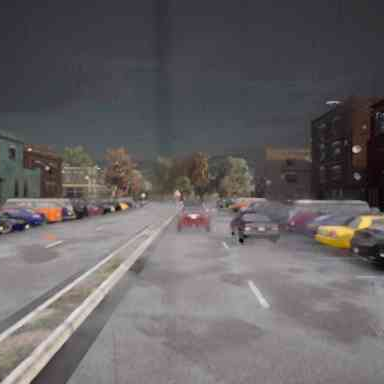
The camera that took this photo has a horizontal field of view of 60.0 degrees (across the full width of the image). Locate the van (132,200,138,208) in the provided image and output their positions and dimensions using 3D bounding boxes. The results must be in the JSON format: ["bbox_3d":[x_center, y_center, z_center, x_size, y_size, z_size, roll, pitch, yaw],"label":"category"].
[{"bbox_3d":[-12.391,2.058,59.253,4.442,1.987,1.878,0,-1,0],"label":"van"}]

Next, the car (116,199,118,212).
[{"bbox_3d":[-12.709,2.017,42.699,5.366,1.575,1.946,0,-1,0],"label":"car"}]

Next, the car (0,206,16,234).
[{"bbox_3d":[-12.541,1.660,17.691,4.892,1.521,2.231,0,-1,0],"label":"car"}]

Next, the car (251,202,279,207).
[{"bbox_3d":[7.639,1.794,27.143,4.892,1.521,2.231,0,-1,0],"label":"car"}]

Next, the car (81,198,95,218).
[{"bbox_3d":[-12.563,1.597,31.588,5.566,2.045,2.435,0,-1,0],"label":"car"}]

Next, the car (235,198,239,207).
[{"bbox_3d":[7.678,1.824,38.172,4.553,1.767,2.185,0,-1,0],"label":"car"}]

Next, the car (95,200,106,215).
[{"bbox_3d":[-12.526,1.971,37.077,4.674,1.452,2.002,0,-1,0],"label":"car"}]

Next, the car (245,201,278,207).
[{"bbox_3d":[7.639,1.832,29.900,4.892,1.521,2.231,0,-1,0],"label":"car"}]

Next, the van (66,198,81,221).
[{"bbox_3d":[-12.420,1.582,28.808,4.442,1.987,1.878,0,-1,0],"label":"van"}]

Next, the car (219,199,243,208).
[{"bbox_3d":[7.621,2.226,65.750,4.553,1.767,2.185,0,-1,0],"label":"car"}]

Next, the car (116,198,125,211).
[{"bbox_3d":[-12.550,1.814,45.483,5.566,2.045,2.435,0,-1,0],"label":"car"}]

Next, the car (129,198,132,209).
[{"bbox_3d":[-12.544,2.075,53.817,4.553,1.767,2.185,0,-1,0],"label":"car"}]

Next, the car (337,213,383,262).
[{"bbox_3d":[7.636,1.591,10.603,4.892,1.521,2.231,0,-1,0],"label":"car"}]

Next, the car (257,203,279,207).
[{"bbox_3d":[7.638,1.758,24.386,4.892,1.521,2.231,0,-1,0],"label":"car"}]

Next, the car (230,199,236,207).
[{"bbox_3d":[7.653,1.992,40.927,5.008,1.535,2.097,0,-1,0],"label":"car"}]

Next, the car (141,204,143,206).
[{"bbox_3d":[-12.470,2.407,67.593,4.792,1.488,2.163,0,-1,0],"label":"car"}]

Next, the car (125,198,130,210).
[{"bbox_3d":[-12.510,2.153,50.911,5.008,1.535,2.097,0,-1,0],"label":"car"}]

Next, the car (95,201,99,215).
[{"bbox_3d":[-12.529,1.929,34.363,4.674,1.452,2.002,0,-1,0],"label":"car"}]

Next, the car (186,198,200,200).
[{"bbox_3d":[0.109,1.728,40.598,2.150,2.045,5.566,0,-1,0],"label":"car"}]

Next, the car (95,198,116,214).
[{"bbox_3d":[-12.498,1.722,39.799,5.566,2.045,2.435,0,-1,0],"label":"car"}]

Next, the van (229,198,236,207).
[{"bbox_3d":[7.531,1.808,43.688,4.442,1.987,1.878,0,-1,0],"label":"van"}]

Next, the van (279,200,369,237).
[{"bbox_3d":[7.526,1.460,18.752,4.442,1.987,1.878,0,-1,0],"label":"van"}]

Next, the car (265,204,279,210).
[{"bbox_3d":[7.638,1.722,21.630,4.892,1.521,2.231,0,-1,0],"label":"car"}]

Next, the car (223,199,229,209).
[{"bbox_3d":[7.463,2.074,46.441,5.366,1.575,1.946,0,-1,0],"label":"car"}]

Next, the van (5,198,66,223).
[{"bbox_3d":[-12.657,1.544,26.031,4.442,1.987,1.878,0,-1,0],"label":"van"}]

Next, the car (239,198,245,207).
[{"bbox_3d":[7.678,1.784,35.416,4.553,1.767,2.185,0,-1,0],"label":"car"}]

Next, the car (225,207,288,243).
[{"bbox_3d":[3.109,1.735,17.311,2.033,1.411,5.357,0,-1,0],"label":"car"}]

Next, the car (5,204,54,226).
[{"bbox_3d":[-12.540,1.770,23.123,4.674,1.452,2.002,0,-1,0],"label":"car"}]

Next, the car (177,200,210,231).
[{"bbox_3d":[0.105,1.604,22.560,2.097,1.767,4.553,0,-1,0],"label":"car"}]

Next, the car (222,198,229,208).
[{"bbox_3d":[7.677,1.869,49.202,5.566,2.045,2.435,0,-1,0],"label":"car"}]

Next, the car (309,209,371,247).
[{"bbox_3d":[7.828,1.618,13.358,5.366,1.575,1.946,0,-1,0],"label":"car"}]

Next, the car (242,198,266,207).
[{"bbox_3d":[7.615,1.743,32.658,4.553,1.767,2.185,0,-1,0],"label":"car"}]

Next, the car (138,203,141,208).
[{"bbox_3d":[-12.536,2.194,62.160,4.553,1.767,2.185,0,-1,0],"label":"car"}]

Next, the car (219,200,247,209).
[{"bbox_3d":[7.657,2.320,62.986,5.008,1.535,2.097,0,-1,0],"label":"car"}]

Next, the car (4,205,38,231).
[{"bbox_3d":[-12.515,1.724,20.469,4.792,1.488,2.163,0,-1,0],"label":"car"}]
